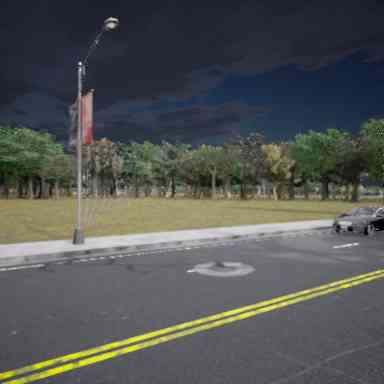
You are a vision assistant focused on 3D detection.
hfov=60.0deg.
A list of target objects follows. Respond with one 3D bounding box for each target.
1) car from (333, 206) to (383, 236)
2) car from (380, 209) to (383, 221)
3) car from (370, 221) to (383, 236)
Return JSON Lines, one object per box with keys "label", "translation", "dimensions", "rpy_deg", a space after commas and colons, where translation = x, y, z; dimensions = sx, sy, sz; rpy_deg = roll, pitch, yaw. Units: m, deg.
{"label": "car", "translation": [9.916, 1.564, 18.735], "dimensions": [4.902, 1.511, 2.128], "rpy_deg": [0, 0, -35]}
{"label": "car", "translation": [11.403, 1.618, 15.806], "dimensions": [5.357, 1.411, 2.033], "rpy_deg": [0, 0, -36]}
{"label": "car", "translation": [6.830, 1.531, 8.308], "dimensions": [4.902, 1.511, 2.128], "rpy_deg": [0, 0, -35]}
